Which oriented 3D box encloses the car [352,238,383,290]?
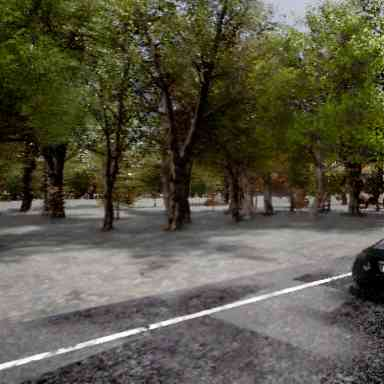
[{"bbox_3d":[5.679,1.564,7.918,4.181,1.385,1.994,0,0,-35],"label":"car"}]
